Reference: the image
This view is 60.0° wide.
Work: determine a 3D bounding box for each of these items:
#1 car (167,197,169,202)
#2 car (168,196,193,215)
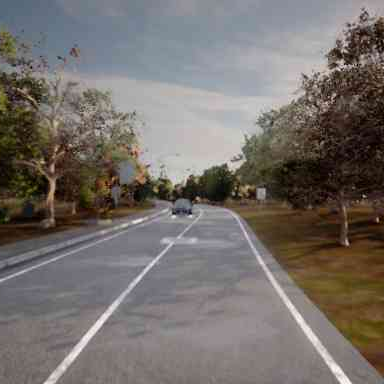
[{"bbox_3d":[-4.551,1.698,76.420,1.994,1.385,4.181,1,0,-12],"label":"car"},{"bbox_3d":[-0.980,1.528,35.883,2.097,1.767,4.553,0,0,3],"label":"car"}]
